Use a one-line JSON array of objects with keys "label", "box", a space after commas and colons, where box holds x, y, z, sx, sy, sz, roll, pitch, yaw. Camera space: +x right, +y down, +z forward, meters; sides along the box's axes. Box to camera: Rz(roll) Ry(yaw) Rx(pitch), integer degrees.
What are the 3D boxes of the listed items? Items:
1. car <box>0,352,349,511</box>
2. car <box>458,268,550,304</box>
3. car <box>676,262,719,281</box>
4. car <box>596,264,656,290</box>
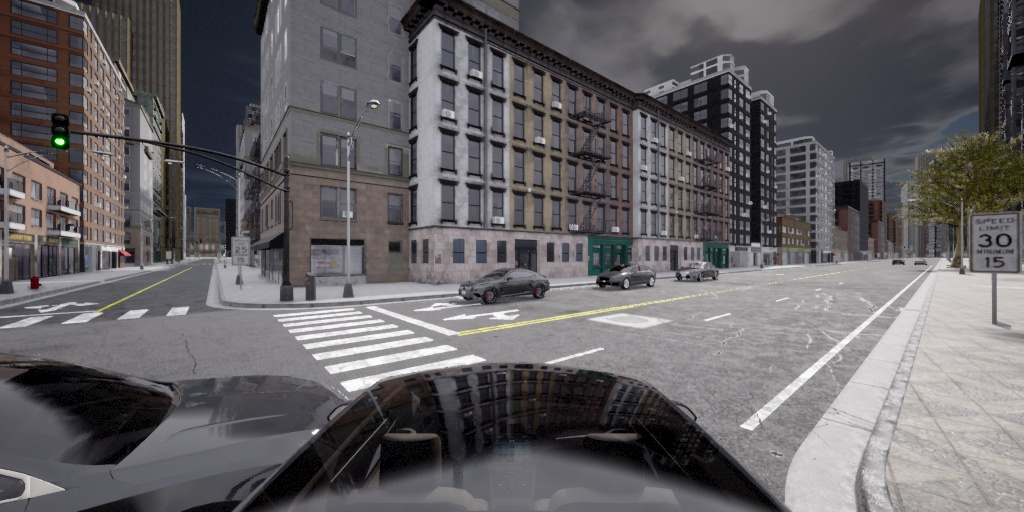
[{"label": "car", "box": [-3.244, 1.257, 1.600, 4.892, 1.490, 1.837, 0, 0, -35]}, {"label": "car", "box": [-0.250, 1.285, 16.610, 4.674, 1.442, 1.812, 0, 0, -40]}, {"label": "car", "box": [15.290, 1.232, 29.503, 4.902, 1.511, 2.128, 0, 0, -40]}, {"label": "car", "box": [7.362, 1.255, 22.932, 4.892, 1.490, 1.837, 0, 0, -40]}]
